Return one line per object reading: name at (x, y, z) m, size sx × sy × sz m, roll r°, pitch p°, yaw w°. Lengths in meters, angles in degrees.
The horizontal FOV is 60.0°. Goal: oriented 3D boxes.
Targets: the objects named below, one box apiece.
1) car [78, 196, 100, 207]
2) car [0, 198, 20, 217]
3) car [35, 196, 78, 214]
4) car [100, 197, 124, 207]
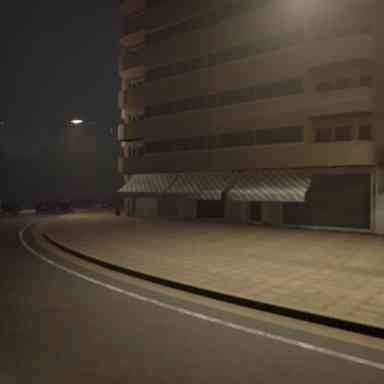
car at (-14.766, 1.229, 43.341) m, size 2.128 × 1.511 × 4.902 m, roll 0°, pitch 0°, yaw 21°
car at (-16.749, 1.278, 28.971) m, size 2.128 × 1.511 × 4.902 m, roll 0°, pitch 0°, yaw -4°
car at (-13.487, 1.267, 32.814) m, size 1.882 × 1.535 × 5.008 m, roll 0°, pitch 0°, yaw 4°
car at (-10.296, 1.359, 45.217) m, size 1.895 × 1.301 × 4.718 m, roll 0°, pitch 0°, yaw 26°
